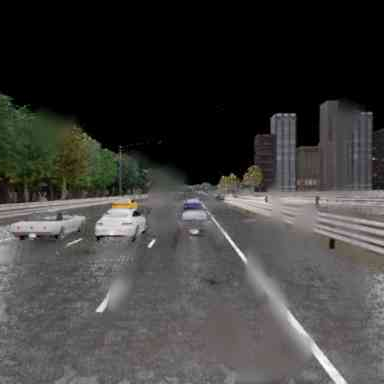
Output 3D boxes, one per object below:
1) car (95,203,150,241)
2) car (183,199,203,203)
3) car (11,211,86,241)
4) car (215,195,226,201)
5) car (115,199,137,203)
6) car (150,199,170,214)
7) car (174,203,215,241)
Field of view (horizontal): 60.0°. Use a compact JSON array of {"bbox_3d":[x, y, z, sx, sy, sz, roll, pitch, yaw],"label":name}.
[{"bbox_3d":[-3.395,1.507,16.398,1.812,1.442,4.674,0,0,0],"label":"car"},{"bbox_3d":[0.113,1.415,34.582,1.882,1.535,5.008,0,0,0],"label":"car"},{"bbox_3d":[-6.894,1.582,16.603,1.895,1.301,4.718,0,0,0],"label":"car"},{"bbox_3d":[6.733,1.331,77.501,2.033,1.411,5.357,0,0,-9],"label":"car"},{"bbox_3d":[-6.888,1.416,34.556,1.882,1.535,5.008,0,0,0],"label":"car"},{"bbox_3d":[-3.388,1.465,34.239,1.812,1.442,4.674,0,0,0],"label":"car"},{"bbox_3d":[0.120,1.507,16.396,1.812,1.442,4.674,0,0,0],"label":"car"}]
